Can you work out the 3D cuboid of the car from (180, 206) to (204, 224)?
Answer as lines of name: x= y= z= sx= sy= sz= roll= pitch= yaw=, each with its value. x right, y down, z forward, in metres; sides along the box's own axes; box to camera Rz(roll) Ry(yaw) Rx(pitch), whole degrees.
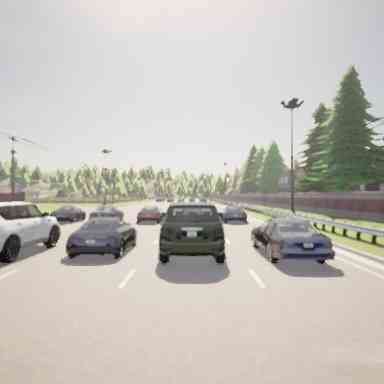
car: x=0.020 y=1.892 z=28.244 sx=1.895 sy=1.301 sz=4.718 roll=0 pitch=-1 yaw=0

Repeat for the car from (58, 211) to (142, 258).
car: x=-3.478 y=1.704 z=13.478 sx=1.994 sy=1.385 sz=4.181 roll=0 pitch=-1 yaw=1

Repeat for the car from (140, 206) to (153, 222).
car: x=-3.479 y=1.858 z=28.433 sx=1.994 sy=1.385 sz=4.181 roll=0 pitch=0 yaw=1

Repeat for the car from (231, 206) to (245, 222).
car: x=3.523 y=1.858 z=28.532 sx=1.994 sy=1.385 sz=4.181 roll=0 pitch=-1 yaw=0

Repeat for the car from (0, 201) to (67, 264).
car: x=-6.987 y=1.356 z=12.564 sx=2.150 sy=2.045 sz=5.566 roll=0 pitch=0 yaw=0

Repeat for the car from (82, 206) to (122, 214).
car: x=-6.986 y=1.831 z=27.509 sx=2.033 sy=1.411 sz=5.357 roll=0 pitch=-1 yaw=0

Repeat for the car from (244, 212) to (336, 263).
car: x=3.515 y=1.678 z=12.537 sx=2.033 sy=1.411 sz=5.357 roll=0 pitch=-1 yaw=0

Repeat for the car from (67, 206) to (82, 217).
car: x=-10.503 y=1.857 z=28.467 sx=1.994 sy=1.385 sz=4.181 roll=0 pitch=0 yaw=0

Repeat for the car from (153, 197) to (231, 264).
car: x=0.014 y=1.355 z=12.567 sx=2.150 sy=2.045 sz=5.566 roll=0 pitch=0 yaw=0
